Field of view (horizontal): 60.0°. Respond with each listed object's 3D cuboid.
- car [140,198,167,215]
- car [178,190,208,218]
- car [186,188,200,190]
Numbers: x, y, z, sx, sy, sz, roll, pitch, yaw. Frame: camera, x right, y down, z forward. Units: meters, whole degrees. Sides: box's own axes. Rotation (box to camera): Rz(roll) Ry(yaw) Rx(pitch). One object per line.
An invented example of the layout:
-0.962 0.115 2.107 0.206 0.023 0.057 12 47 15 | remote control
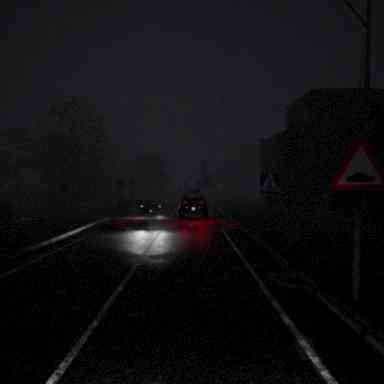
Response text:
-3.265 1.165 28.639 1.895 1.301 4.718 0 1 0 | car
0.093 1.015 22.647 2.128 1.511 4.902 0 -5 0 | car
0.145 0.575 39.472 2.150 2.045 5.566 0 1 1 | car
